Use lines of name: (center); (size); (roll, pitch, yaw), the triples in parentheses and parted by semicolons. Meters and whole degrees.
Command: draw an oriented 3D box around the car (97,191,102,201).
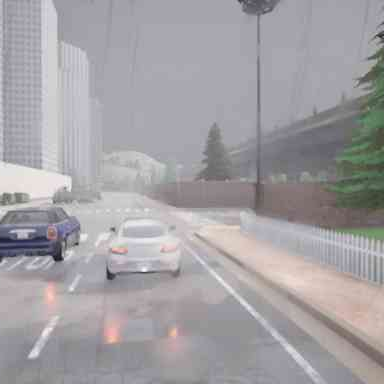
car: (-19.803, 0.725, 68.173); (2.150, 2.045, 5.566); (0, 0, -11)

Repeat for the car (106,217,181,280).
car: (-1.410, 1.450, 9.668); (1.812, 1.442, 4.674); (0, 0, -9)

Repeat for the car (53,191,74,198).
car: (-20.399, 0.849, 52.522); (2.150, 2.045, 5.566); (0, 0, -10)

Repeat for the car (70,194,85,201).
car: (-23.307, 1.051, 67.867); (2.033, 1.411, 5.357); (0, 0, -11)

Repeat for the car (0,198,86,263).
car: (-5.301, 1.269, 11.806); (2.097, 1.767, 4.553); (0, 0, -10)

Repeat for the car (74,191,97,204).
car: (-16.921, 0.967, 52.939); (2.097, 1.767, 4.553); (0, 0, -10)
